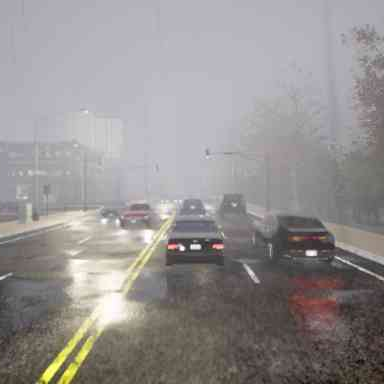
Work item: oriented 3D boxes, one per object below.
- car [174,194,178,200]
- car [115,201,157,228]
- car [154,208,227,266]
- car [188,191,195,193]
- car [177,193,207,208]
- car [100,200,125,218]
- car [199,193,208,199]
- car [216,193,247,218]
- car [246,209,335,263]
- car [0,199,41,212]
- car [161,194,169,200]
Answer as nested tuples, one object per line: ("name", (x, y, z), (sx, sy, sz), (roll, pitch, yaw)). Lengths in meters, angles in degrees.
("car", (-3.362, 1.206, 81.728), (2.128, 1.511, 4.902), (0, 0, 0))
("car", (-3.353, 1.444, 21.484), (1.812, 1.442, 4.674), (0, 0, 0))
("car", (0.087, 1.503, 11.382), (2.033, 1.411, 5.357), (0, 0, 0))
("car", (-0.125, 0.865, 89.442), (2.150, 2.045, 5.566), (0, 0, 0))
("car", (0.064, 1.246, 27.984), (2.097, 1.767, 4.553), (0, 0, 0))
("car", (-6.550, 1.437, 29.568), (2.033, 1.411, 5.357), (0, 0, 0))
("car", (3.125, 1.164, 89.417), (2.128, 1.511, 4.902), (0, 0, 0))
("car", (3.312, 1.111, 28.473), (2.150, 2.045, 5.566), (0, 0, 0))
("car", (3.335, 1.459, 11.710), (1.837, 1.490, 4.892), (0, 0, 0))
("car", (-20.007, 1.674, 38.952), (4.313, 1.339, 1.947), (-1, 1, 0))
("car", (-6.612, 1.207, 81.723), (2.128, 1.511, 4.902), (0, 0, 0))
